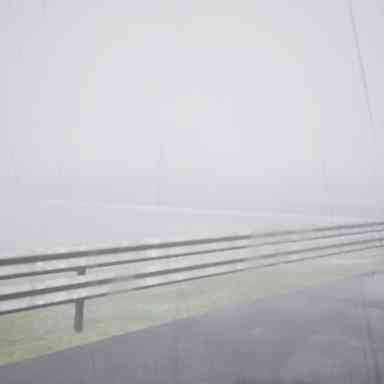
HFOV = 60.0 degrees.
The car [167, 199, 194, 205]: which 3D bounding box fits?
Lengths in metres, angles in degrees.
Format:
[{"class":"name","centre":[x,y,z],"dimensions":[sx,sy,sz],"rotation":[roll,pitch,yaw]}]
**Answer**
[{"class":"car","centre":[-1.775,1.633,54.987],"dimensions":[4.718,1.301,1.895],"rotation":[2,-2,31]}]

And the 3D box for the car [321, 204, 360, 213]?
[{"class":"car","centre":[17.211,2.078,38.672],"dimensions":[4.181,1.385,1.994],"rotation":[2,-2,16]}]
